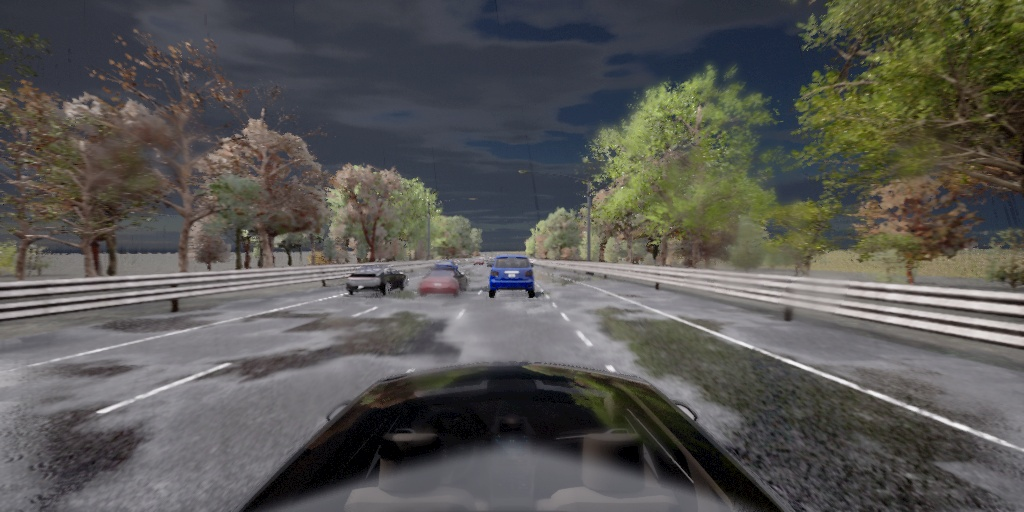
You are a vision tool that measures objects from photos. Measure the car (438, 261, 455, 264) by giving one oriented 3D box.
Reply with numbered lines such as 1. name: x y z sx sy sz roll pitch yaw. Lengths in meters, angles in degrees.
1. car: -7.018 1.245 38.757 1.882 1.535 5.008 0 0 0

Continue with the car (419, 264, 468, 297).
1. car: -3.508 1.319 18.997 1.994 1.385 4.181 0 0 0

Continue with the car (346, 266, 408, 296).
1. car: -7.008 1.247 19.068 2.128 1.511 4.902 0 0 0

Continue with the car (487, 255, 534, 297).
1. car: -0.008 0.977 19.008 2.150 2.045 5.566 0 0 0
